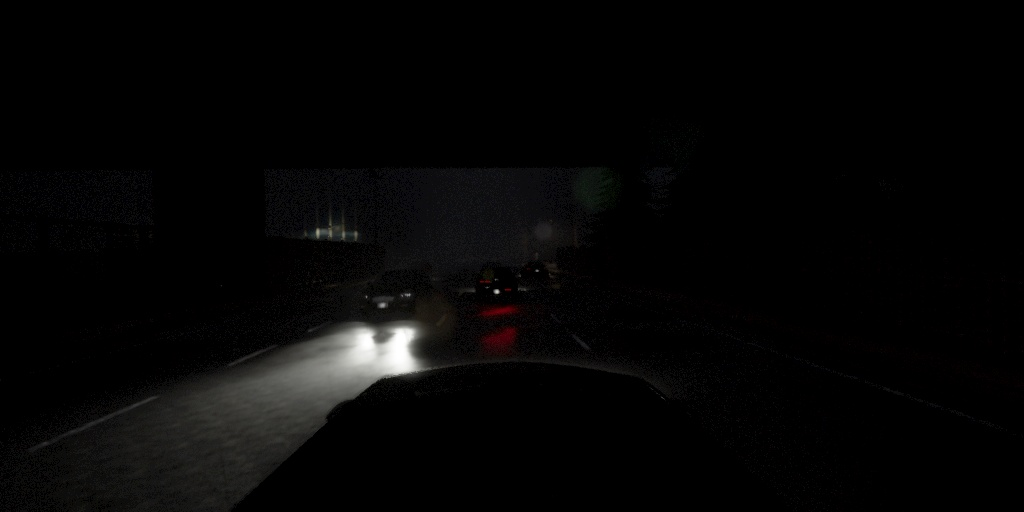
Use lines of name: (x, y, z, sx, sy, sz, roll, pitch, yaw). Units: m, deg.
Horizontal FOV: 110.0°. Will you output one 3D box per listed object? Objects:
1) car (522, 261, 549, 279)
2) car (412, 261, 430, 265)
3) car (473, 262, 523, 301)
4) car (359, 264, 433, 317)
car: (1.881, 1.128, 30.466, 1.994, 1.385, 4.181, -1, 0, -4)
car: (-9.115, 1.247, 35.832, 1.882, 1.535, 5.008, -1, 0, -3)
car: (-0.749, 1.193, 16.930, 1.837, 1.490, 4.892, -1, 0, -3)
car: (-4.205, 1.270, 13.638, 2.128, 1.511, 4.902, -1, 0, -4)
